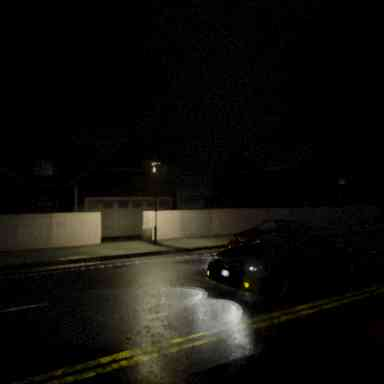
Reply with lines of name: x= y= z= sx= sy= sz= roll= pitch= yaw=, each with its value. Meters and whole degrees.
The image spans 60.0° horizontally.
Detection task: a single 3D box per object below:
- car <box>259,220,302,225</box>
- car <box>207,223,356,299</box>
car: x=3.507 y=1.830 z=13.448 sx=4.181 sy=1.385 sz=1.994 roll=1 pitch=-1 yaw=-33
car: x=2.464 y=1.742 z=8.922 sx=4.181 sy=1.385 sz=1.994 roll=1 pitch=-1 yaw=-33
